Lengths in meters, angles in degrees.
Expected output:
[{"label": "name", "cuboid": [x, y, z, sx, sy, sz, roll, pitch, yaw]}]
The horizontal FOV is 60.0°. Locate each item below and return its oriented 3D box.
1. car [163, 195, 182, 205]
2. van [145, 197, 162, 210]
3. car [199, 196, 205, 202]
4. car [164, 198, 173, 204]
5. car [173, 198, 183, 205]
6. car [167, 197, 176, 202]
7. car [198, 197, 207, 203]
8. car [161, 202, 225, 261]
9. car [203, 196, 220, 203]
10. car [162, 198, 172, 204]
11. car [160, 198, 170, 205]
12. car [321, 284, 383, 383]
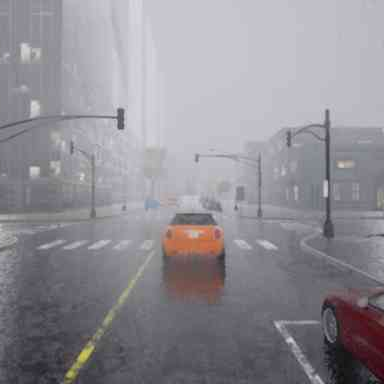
[{"label": "car", "cuboid": [-3.063, 1.705, 54.884, 2.097, 1.767, 4.553, 0, 0, 0]}, {"label": "van", "cuboid": [-5.667, 1.645, 47.074, 1.690, 1.788, 3.998, 1, 0, 0]}, {"label": "car", "cuboid": [2.714, 1.655, 52.786, 2.192, 1.841, 5.009, 1, 0, 0]}, {"label": "car", "cuboid": [-5.667, 2.084, 81.116, 1.947, 1.339, 4.313, 1, 0, 0]}, {"label": "car", "cuboid": [-2.991, 1.947, 70.447, 1.837, 1.490, 4.892, 0, 0, 0]}, {"label": "car", "cuboid": [-5.665, 2.141, 92.464, 2.008, 1.369, 4.403, 1, 0, 0]}, {"label": "car", "cuboid": [2.713, 2.121, 86.828, 1.947, 1.339, 4.313, 1, 0, 0]}, {"label": "car", "cuboid": [0.063, 1.438, 12.821, 2.097, 1.767, 4.553, 0, 0, 0]}, {"label": "car", "cuboid": [2.710, 1.709, 41.437, 1.967, 1.590, 4.097, 1, 0, 0]}, {"label": "car", "cuboid": [-5.668, 2.049, 75.442, 1.947, 1.339, 4.313, 1, 0, 0]}, {"label": "car", "cuboid": [-5.669, 2.029, 69.768, 1.802, 1.307, 4.206, 1, 0, 0]}, {"label": "car", "cuboid": [2.827, 1.606, 3.474, 1.802, 1.307, 4.206, 1, 0, 0]}]
